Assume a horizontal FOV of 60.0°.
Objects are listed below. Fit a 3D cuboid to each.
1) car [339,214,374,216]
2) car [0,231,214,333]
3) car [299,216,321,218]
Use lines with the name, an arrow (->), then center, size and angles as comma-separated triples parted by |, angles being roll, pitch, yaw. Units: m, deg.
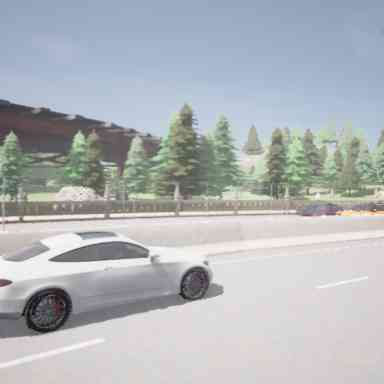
car -> 11.682, 1.504, 22.250 | 4.553, 1.767, 2.097 | 0, 0, -23
car -> -1.712, 1.531, 6.737 | 4.674, 1.442, 1.812 | 1, 0, -34
car -> 10.308, 1.716, 25.479 | 4.181, 1.385, 1.994 | 1, 0, -23
